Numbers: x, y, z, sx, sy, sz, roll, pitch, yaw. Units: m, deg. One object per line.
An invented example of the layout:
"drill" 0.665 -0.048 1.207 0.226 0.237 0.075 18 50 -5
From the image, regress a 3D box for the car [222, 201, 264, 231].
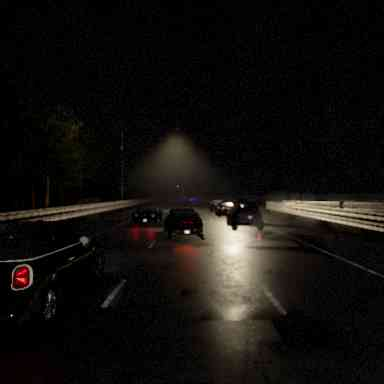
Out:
"car" 3.444 1.581 21.991 2.033 1.649 4.856 0 0 0

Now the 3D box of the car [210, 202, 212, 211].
"car" 3.386 1.766 43.991 2.128 1.511 4.902 0 0 0

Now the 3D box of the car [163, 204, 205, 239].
"car" -0.467 1.631 18.077 1.837 1.490 4.892 -1 0 -6

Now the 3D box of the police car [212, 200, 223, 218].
"police car" 3.415 1.716 32.991 2.038 1.542 4.974 0 0 0

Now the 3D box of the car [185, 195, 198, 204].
"car" -0.087 1.612 61.030 2.150 2.045 5.566 0 -2 0

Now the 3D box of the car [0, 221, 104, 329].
"car" -3.417 1.404 7.198 2.097 1.767 4.553 0 -1 0

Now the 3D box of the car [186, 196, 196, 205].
"car" -0.191 1.869 74.243 2.097 1.767 4.553 0 -1 0

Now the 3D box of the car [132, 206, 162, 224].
"car" -3.470 1.777 26.635 1.895 1.301 4.718 0 0 0
